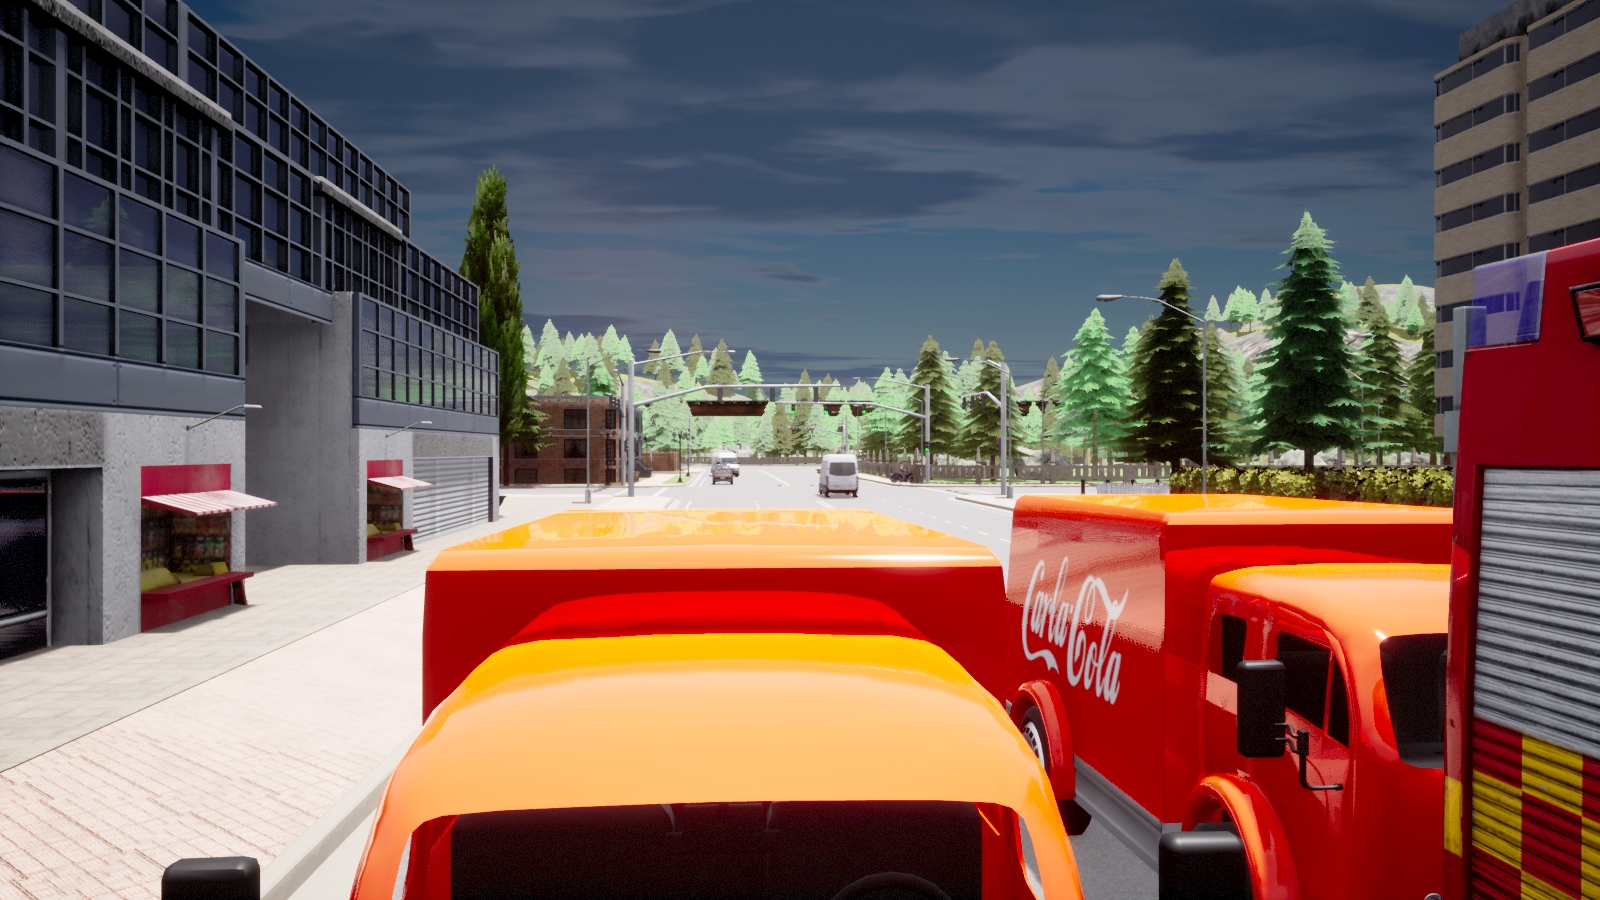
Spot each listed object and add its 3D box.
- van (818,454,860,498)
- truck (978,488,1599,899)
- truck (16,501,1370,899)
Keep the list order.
[{"bbox_3d":[2.310,1.535,69.801,1.988,2.561,5.915,0,0,-4],"label":"van"},{"bbox_3d":[3.003,1.568,7.234,2.627,2.467,5.204,0,0,-4],"label":"truck"},{"bbox_3d":[-0.347,1.568,4.821,2.627,2.467,5.204,0,0,-4],"label":"truck"}]
